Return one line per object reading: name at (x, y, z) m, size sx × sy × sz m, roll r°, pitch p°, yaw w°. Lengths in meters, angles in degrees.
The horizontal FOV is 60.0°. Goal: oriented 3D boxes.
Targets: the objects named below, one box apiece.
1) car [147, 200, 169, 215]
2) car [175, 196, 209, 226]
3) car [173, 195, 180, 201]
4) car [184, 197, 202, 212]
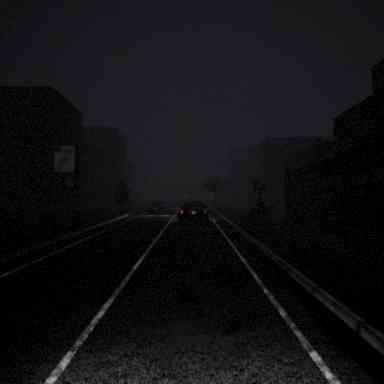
car at (-3.576, 1.601, 35.658) m, size 1.837 × 1.490 × 4.892 m, roll 0°, pitch 0°, yaw 0°
car at (0.108, 1.403, 24.130) m, size 2.097 × 1.767 × 4.553 m, roll 0°, pitch 0°, yaw 0°
car at (-3.521, 1.401, 77.978) m, size 2.128 × 1.511 × 4.902 m, roll 0°, pitch 1°, yaw 0°
car at (0.108, 1.471, 41.810) m, size 2.097 × 1.767 × 4.553 m, roll 0°, pitch 0°, yaw 0°
